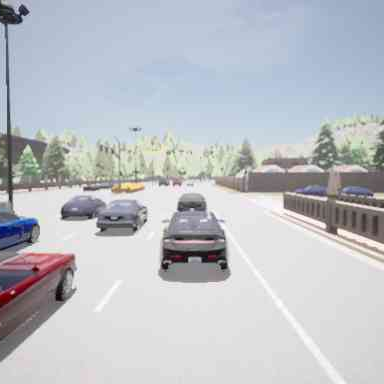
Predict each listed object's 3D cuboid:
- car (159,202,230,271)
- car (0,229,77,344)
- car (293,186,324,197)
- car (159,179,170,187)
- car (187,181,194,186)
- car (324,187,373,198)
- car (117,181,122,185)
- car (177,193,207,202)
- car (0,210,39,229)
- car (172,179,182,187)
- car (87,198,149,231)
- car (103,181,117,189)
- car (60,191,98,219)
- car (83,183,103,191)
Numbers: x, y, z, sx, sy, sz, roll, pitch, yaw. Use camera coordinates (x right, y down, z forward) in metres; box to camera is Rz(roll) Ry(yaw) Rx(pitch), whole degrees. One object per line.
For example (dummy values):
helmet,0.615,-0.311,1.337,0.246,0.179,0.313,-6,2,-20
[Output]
car,0.056,1.333,10.481,2.128,1.511,4.902,0,2,0
car,-3.422,1.580,5.196,1.895,1.301,4.718,0,1,0
car,15.014,-0.039,41.477,4.674,1.442,1.812,0,3,2
car,-7.411,-2.421,86.270,2.150,2.045,5.566,0,3,0
car,-0.424,-2.230,88.958,1.812,1.442,4.674,0,3,0
car,18.050,0.127,37.881,4.674,1.442,1.812,0,3,2
car,-17.877,-1.791,79.362,1.812,1.442,4.674,0,3,0
car,0.001,0.801,22.168,1.882,1.535,5.008,0,3,0
car,-6.947,1.293,11.133,1.882,1.535,5.008,0,2,0
car,-3.911,-2.422,86.287,2.150,2.045,5.566,0,3,0
car,-3.473,1.091,17.280,2.033,1.411,5.357,0,3,0
car,-17.827,-1.299,69.050,2.033,1.411,5.357,0,3,0
car,-6.997,0.901,21.823,1.994,1.385,4.181,0,3,0
car,-17.842,-0.780,59.097,1.895,1.301,4.718,0,3,0
